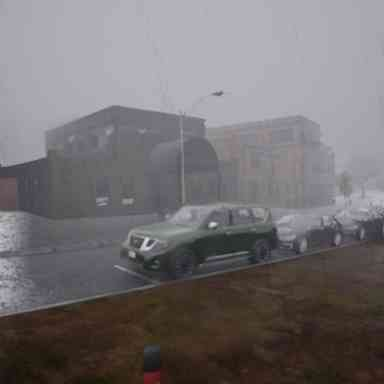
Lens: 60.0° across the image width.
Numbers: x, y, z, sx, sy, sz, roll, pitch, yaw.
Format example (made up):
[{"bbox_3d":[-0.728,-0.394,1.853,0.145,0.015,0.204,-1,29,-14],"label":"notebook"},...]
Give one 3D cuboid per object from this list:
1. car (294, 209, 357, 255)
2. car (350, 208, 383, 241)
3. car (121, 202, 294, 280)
[{"bbox_3d":[4.839,1.648,14.455,4.892,1.521,2.231,1,2,-41],"label":"car"},{"bbox_3d":[9.004,1.663,18.186,4.892,1.521,2.231,1,2,-42],"label":"car"},{"bbox_3d":[0.526,1.383,10.844,5.566,2.045,2.435,1,2,-39],"label":"car"}]
